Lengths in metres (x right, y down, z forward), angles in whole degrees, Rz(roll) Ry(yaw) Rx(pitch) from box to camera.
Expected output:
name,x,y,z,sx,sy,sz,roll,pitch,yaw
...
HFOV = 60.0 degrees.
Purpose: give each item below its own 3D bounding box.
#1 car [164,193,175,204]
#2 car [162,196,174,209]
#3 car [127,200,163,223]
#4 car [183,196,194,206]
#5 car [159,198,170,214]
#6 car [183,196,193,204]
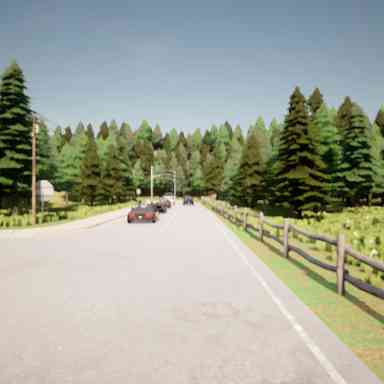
name,x,y,z,sx,sy,sz,roll,pitch,yaw
car,-4.224,1.211,61.004,2.150,2.045,5.566,0,0,-2
car,-3.864,1.560,45.010,1.994,1.385,4.181,0,0,-2
car,-3.594,1.558,25.029,1.994,1.385,4.181,0,0,0
car,-0.600,1.520,56.436,1.812,1.442,4.674,0,0,-2
car,-3.645,1.592,35.077,1.895,1.301,4.718,0,0,-1
car,-0.876,1.496,66.734,1.837,1.490,4.892,0,0,-2
